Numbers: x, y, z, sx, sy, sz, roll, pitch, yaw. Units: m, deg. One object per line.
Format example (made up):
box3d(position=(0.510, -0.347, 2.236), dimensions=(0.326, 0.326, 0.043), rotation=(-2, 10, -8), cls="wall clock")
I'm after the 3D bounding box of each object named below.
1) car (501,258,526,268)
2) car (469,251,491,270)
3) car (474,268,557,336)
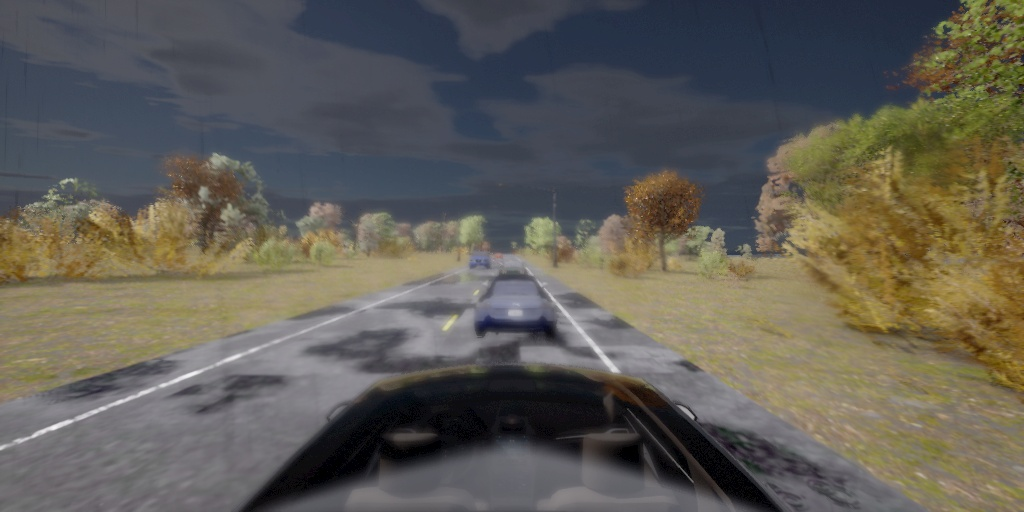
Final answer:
box3d(position=(0.094, 1.039, 25.803), dimensions=(1.895, 1.301, 4.718), rotation=(0, 1, 0), cls="car")
box3d(position=(-3.572, 0.469, 40.981), dimensions=(2.150, 2.045, 5.566), rotation=(0, 1, 0), cls="car")
box3d(position=(0.083, 1.207, 9.955), dimensions=(1.994, 1.385, 4.181), rotation=(0, 1, 0), cls="car")
